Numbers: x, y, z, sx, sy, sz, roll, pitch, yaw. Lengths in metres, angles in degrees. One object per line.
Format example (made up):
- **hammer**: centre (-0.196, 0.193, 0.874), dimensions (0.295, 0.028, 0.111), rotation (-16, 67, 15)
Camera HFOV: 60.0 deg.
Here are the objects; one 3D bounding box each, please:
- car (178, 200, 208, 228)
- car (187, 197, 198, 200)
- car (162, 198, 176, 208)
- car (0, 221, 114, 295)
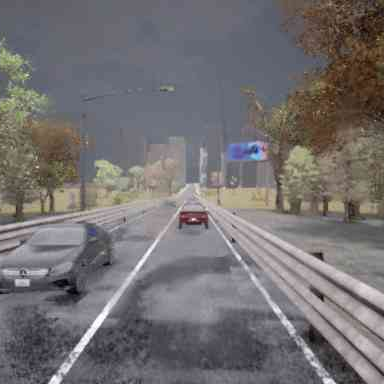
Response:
- **car**: centre (0.099, 1.529, 22.737), dimensions (1.882, 1.535, 5.008), rotation (0, 0, 0)
- **car**: centre (0.083, 1.453, 41.865), dimensions (2.097, 1.767, 4.553), rotation (0, 0, 0)
- **car**: centre (-3.350, 1.670, 50.063), dimensions (2.033, 1.411, 5.357), rotation (0, 0, 0)
- **car**: centre (-3.349, 1.541, 8.895), dimensions (1.812, 1.442, 4.674), rotation (0, 0, 0)
